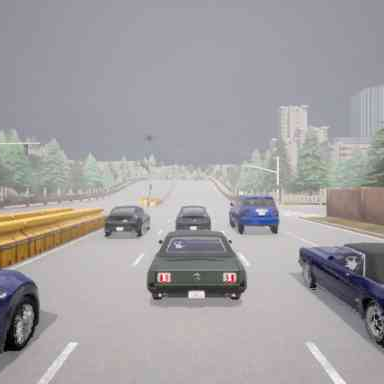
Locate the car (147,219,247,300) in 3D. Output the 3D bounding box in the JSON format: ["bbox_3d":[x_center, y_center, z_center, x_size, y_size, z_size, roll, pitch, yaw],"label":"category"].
[{"bbox_3d":[0.085,1.601,8.348,1.895,1.301,4.718,0,0,0],"label":"car"}]

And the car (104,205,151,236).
[{"bbox_3d":[-3.435,1.504,18.227,1.837,1.490,4.892,0,0,0],"label":"car"}]

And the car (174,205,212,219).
[{"bbox_3d":[0.065,1.505,18.585,1.837,1.490,4.892,0,0,0],"label":"car"}]

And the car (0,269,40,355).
[{"bbox_3d":[-3.404,1.351,3.317,2.097,1.767,4.553,0,0,0],"label":"car"}]

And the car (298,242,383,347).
[{"bbox_3d":[3.588,1.601,6.254,1.895,1.301,4.718,0,0,0],"label":"car"}]

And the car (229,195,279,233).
[{"bbox_3d":[3.563,1.220,19.856,2.150,2.045,5.566,0,0,-1],"label":"car"}]
